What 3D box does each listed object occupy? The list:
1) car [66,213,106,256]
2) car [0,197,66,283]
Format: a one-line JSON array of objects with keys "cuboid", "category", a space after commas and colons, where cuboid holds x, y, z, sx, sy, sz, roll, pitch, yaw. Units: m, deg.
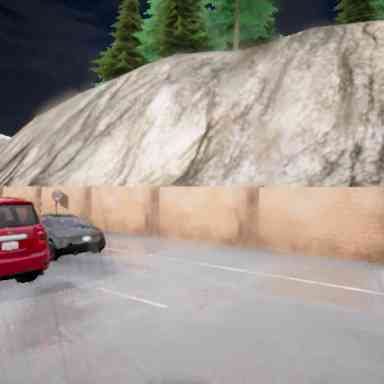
[{"cuboid": [-5.019, 1.447, 11.877, 4.181, 1.385, 1.994, 1, 0, 36], "category": "car"}, {"cuboid": [-5.746, 1.121, 8.096, 5.566, 2.045, 2.150, 1, 0, 36], "category": "car"}]
